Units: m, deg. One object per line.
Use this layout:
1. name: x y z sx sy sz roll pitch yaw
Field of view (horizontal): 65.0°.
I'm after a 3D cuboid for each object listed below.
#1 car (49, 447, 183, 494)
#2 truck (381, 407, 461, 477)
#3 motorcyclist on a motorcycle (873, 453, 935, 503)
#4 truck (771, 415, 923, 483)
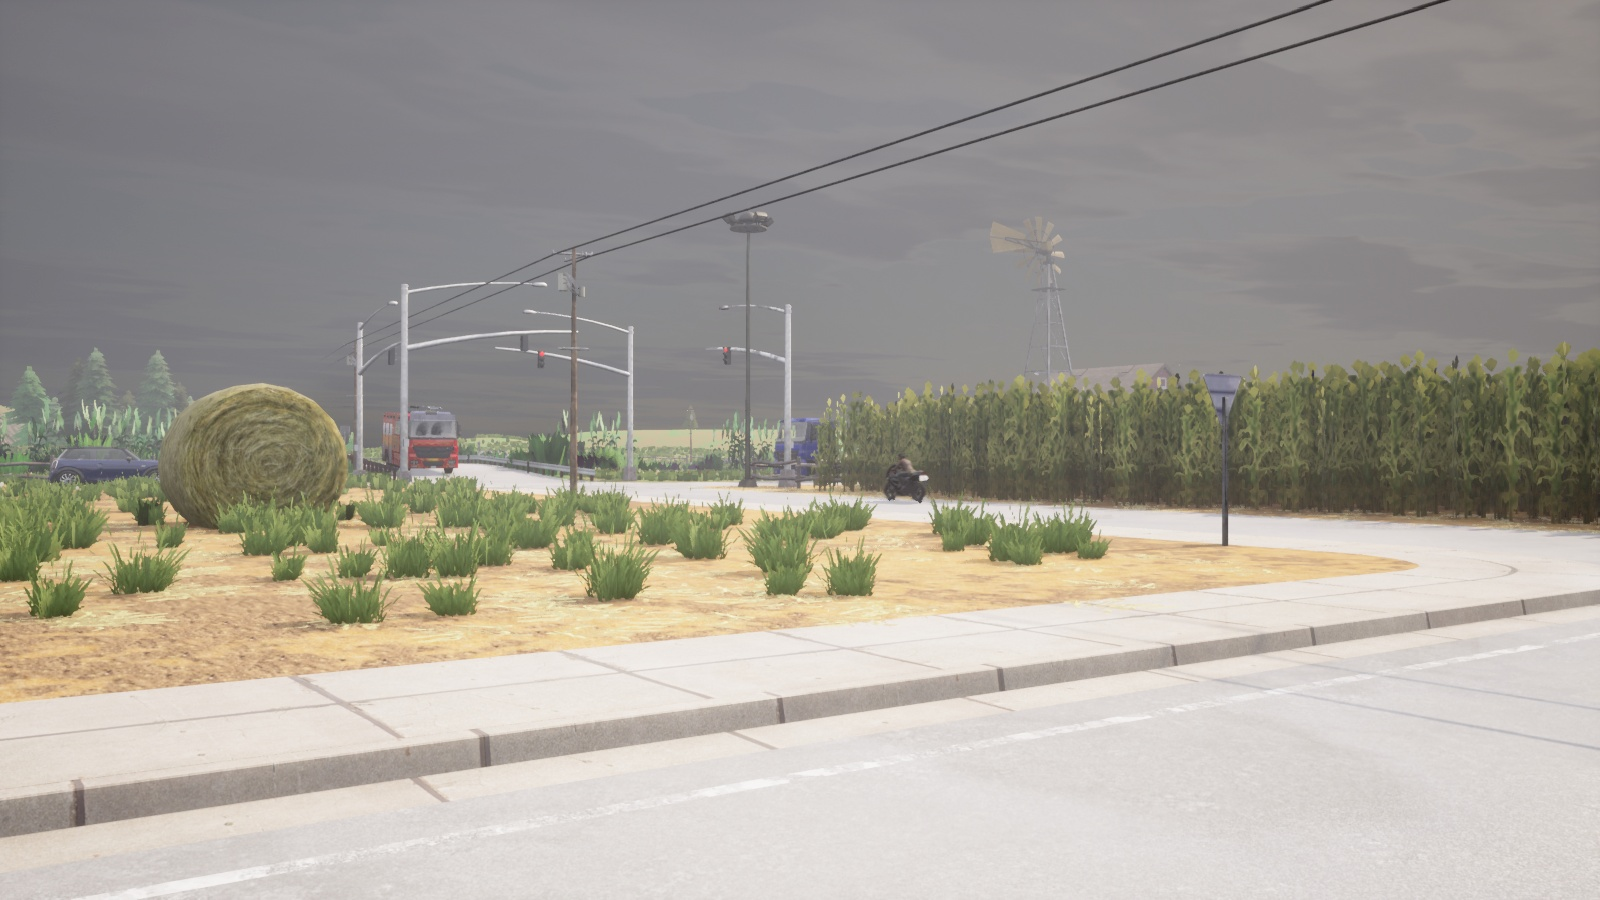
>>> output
1. car: -26.926 0.773 49.439 4.553 1.767 2.097 0 0 -31
2. truck: -22.412 -0.567 73.935 2.891 3.827 8.468 0 2 -28
3. motorcyclist on a motorcycle: 3.206 0.842 38.798 0.797 1.523 2.044 0 0 -34
4. truck: 2.576 -0.051 67.426 7.936 3.462 2.891 0 0 -34
